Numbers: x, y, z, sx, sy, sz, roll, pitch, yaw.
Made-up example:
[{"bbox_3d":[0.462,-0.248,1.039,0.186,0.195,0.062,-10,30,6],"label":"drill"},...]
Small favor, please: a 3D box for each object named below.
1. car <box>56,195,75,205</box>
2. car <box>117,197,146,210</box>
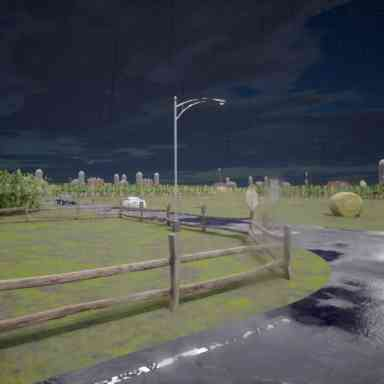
[{"bbox_3d":[-18.984,1.164,49.767,1.837,1.490,4.892,-1,1,-36],"label":"car"},{"bbox_3d":[-6.890,1.280,37.789,1.812,1.442,4.674,-1,1,-36],"label":"car"}]
